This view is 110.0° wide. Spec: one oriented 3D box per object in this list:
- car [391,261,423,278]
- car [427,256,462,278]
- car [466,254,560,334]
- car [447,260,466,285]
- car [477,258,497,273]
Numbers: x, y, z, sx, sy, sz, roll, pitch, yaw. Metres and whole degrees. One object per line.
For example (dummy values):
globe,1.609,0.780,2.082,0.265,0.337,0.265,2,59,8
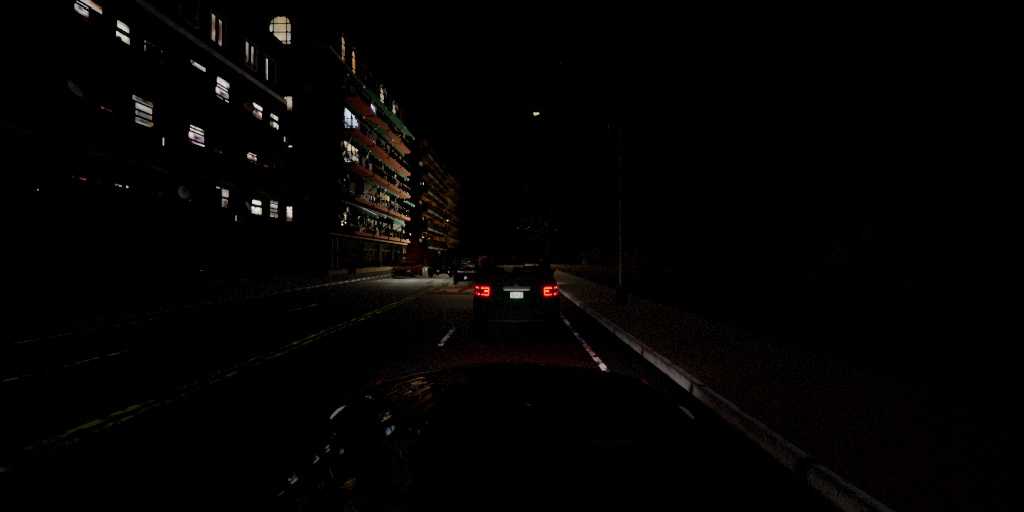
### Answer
car,-9.747,1.229,33.619,1.882,1.535,5.008,0,0,0
car,-6.495,0.973,34.308,2.150,2.045,5.566,0,0,0
car,0.123,0.973,10.751,2.150,2.045,5.566,0,0,0
car,-3.070,1.244,26.284,2.128,1.511,4.902,0,0,0
car,-3.009,1.105,44.119,2.097,1.767,4.553,0,0,0
